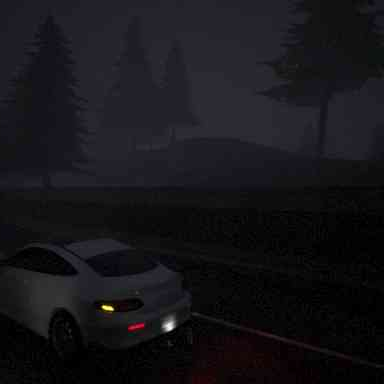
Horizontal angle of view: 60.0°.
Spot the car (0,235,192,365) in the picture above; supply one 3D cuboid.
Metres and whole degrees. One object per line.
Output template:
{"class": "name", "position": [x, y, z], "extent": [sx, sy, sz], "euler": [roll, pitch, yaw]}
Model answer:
{"class": "car", "position": [-2.119, 1.489, 5.753], "extent": [4.674, 1.442, 1.812], "euler": [1, 0, 38]}
